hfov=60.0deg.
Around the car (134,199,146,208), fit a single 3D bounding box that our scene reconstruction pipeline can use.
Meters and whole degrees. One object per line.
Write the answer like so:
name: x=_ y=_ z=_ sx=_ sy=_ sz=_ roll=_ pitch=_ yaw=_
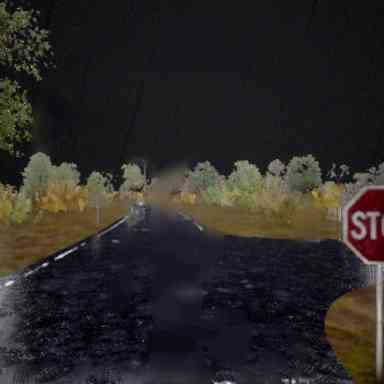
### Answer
car: x=-9.447 y=2.022 z=60.736 sx=2.128 sy=1.511 sz=4.902 roll=0 pitch=-1 yaw=-11
